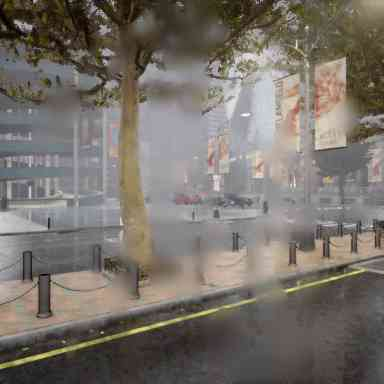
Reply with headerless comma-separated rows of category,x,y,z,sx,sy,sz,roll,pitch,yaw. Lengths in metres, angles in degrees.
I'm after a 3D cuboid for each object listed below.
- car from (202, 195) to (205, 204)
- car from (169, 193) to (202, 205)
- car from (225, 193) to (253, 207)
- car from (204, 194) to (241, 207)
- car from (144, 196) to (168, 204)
car,1.486,1.352,60.933,2.097,1.767,4.553,0,0,-37
car,-1.175,1.221,58.707,2.150,2.045,5.566,0,0,-36
car,7.184,1.221,53.067,2.150,2.045,5.566,0,0,-36
car,4.572,1.491,50.696,2.128,1.511,4.902,0,0,-35
car,-7.692,1.505,66.427,4.892,1.490,1.837,0,0,43
